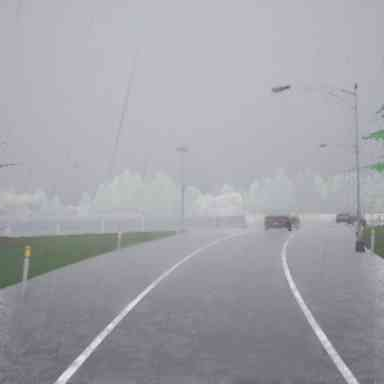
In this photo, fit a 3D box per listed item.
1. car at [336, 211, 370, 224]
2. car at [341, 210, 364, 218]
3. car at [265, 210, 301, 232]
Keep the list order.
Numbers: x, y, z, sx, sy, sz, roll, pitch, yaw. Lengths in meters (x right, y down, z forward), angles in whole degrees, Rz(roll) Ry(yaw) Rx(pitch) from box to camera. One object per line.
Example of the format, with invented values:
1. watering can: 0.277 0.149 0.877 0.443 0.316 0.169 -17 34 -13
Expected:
1. car: 19.524 3.147 40.988 4.902 1.511 2.128 3 -5 -41
2. car: 40.236 5.485 83.450 5.566 2.045 2.150 2 -4 -23
3. car: 6.997 2.161 25.474 1.882 1.535 5.008 -2 -4 28
